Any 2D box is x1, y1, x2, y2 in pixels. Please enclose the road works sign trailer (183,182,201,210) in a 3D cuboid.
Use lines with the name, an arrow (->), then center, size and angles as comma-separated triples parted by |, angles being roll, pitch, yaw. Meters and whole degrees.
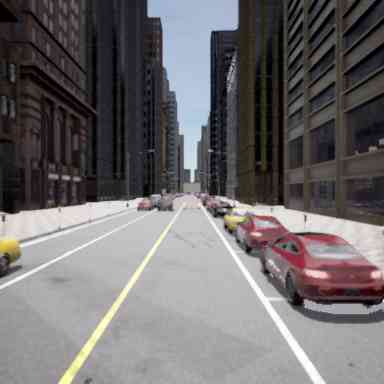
road works sign trailer -> 0.007, 0.476, 43.563 | 2.380, 3.560, 2.880 | 0, 0, 0

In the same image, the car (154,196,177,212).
car -> -3.085, 1.517, 39.682 | 1.837, 1.490, 4.892 | 0, -1, 0

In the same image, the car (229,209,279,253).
car -> 2.765, 1.581, 13.407 | 1.802, 1.307, 4.206 | 0, 0, 0

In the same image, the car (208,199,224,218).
car -> 2.767, 1.571, 30.264 | 1.947, 1.339, 4.313 | 0, 0, 0

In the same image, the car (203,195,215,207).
car -> 2.769, 1.451, 41.501 | 1.967, 1.590, 4.097 | 0, 0, 0

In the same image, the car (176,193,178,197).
car -> -5.748, 1.589, 92.053 | 1.887, 1.381, 4.507 | 0, 0, 0

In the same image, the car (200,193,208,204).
car -> 2.771, 1.332, 52.739 | 2.192, 1.841, 5.009 | 0, 0, 0

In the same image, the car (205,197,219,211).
car -> 2.768, 1.553, 35.882 | 1.887, 1.381, 4.507 | 0, 0, 0

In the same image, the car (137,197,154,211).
car -> -5.756, 1.593, 41.487 | 1.802, 1.307, 4.206 | 0, 0, 0

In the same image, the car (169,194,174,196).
car -> -5.750, 1.613, 75.197 | 1.802, 1.307, 4.206 | 0, 0, 0

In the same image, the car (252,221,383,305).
car -> 2.764, 1.581, 7.789 | 1.802, 1.307, 4.206 | 0, 0, 0

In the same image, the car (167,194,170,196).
car -> -5.752, 1.589, 63.961 | 1.947, 1.339, 4.313 | 0, 0, 0

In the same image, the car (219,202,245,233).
car -> 2.766, 1.526, 19.196 | 1.752, 1.417, 4.829 | 0, 0, 0

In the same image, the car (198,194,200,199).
car -> 2.773, 1.574, 63.976 | 2.008, 1.369, 4.403 | 0, 0, 0

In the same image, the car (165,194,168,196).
car -> -5.753, 1.565, 58.342 | 1.887, 1.381, 4.507 | 0, 0, 0

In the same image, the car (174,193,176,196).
car -> -5.750, 1.350, 80.816 | 2.192, 1.841, 5.009 | 0, 0, 0

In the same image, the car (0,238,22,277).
car -> -5.761, 1.525, 7.607 | 1.752, 1.417, 4.829 | 0, 0, 0
